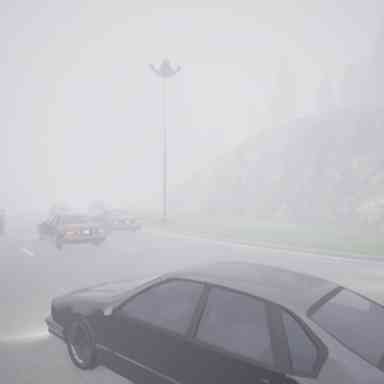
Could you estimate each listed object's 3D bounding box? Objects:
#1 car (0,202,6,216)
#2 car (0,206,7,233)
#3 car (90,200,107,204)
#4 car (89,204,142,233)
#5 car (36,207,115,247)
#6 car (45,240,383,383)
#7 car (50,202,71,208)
[{"bbox_3d":[-20.786,1.758,33.930,1.994,1.385,4.181,0,0,-13],"label":"car"},{"bbox_3d":[-12.342,1.466,19.865,2.097,1.767,4.553,1,-1,-28],"label":"car"},{"bbox_3d":[-11.815,1.800,41.832,1.837,1.490,4.892,0,0,-13],"label":"car"},{"bbox_3d":[-4.788,1.696,20.225,2.033,1.411,5.357,0,-1,-31],"label":"car"},{"bbox_3d":[-5.645,1.651,15.197,2.033,1.411,5.357,1,-1,-36],"label":"car"},{"bbox_3d":[0.405,1.584,3.908,5.357,1.411,2.033,0,-1,39],"label":"car"},{"bbox_3d":[-13.823,1.757,35.048,1.812,1.442,4.674,0,0,-14],"label":"car"}]
